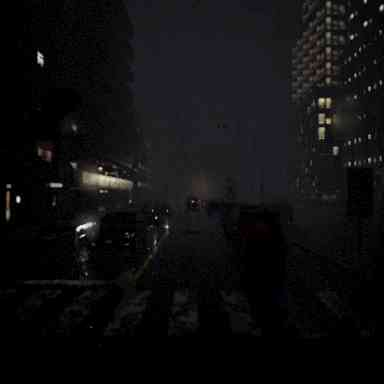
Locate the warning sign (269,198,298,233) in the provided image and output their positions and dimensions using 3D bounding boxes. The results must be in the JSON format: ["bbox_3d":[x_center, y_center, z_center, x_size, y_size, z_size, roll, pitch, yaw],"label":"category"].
[{"bbox_3d":[5.084,1.298,18.608,1.300,1.860,1.060,1,0,0],"label":"warning sign"}]

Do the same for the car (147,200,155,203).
[{"bbox_3d":[-5.679,1.864,37.455,1.887,1.381,4.507,0,-1,0],"label":"car"}]

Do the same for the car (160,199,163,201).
[{"bbox_3d":[-5.676,2.016,48.509,1.802,1.307,4.206,0,-1,0],"label":"car"}]

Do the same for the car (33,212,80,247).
[{"bbox_3d":[-5.684,1.650,15.351,2.008,1.369,4.403,0,-1,0],"label":"car"}]

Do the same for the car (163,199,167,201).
[{"bbox_3d":[-5.675,1.932,54.037,1.967,1.590,4.097,0,-1,0],"label":"car"}]

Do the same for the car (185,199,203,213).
[{"bbox_3d":[0.016,1.964,44.124,2.033,1.411,5.357,0,-1,0],"label":"car"}]

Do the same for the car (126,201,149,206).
[{"bbox_3d":[-5.680,1.814,31.930,2.008,1.369,4.403,0,-1,0],"label":"car"}]

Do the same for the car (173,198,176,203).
[{"bbox_3d":[-5.666,2.402,87.193,1.887,1.381,4.507,0,-1,0],"label":"car"}]

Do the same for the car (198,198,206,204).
[{"bbox_3d":[2.714,2.338,87.191,1.967,1.590,4.097,0,-1,0],"label":"car"}]

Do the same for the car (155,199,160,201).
[{"bbox_3d":[-5.678,1.817,42.984,1.967,1.590,4.097,0,-1,0],"label":"car"}]

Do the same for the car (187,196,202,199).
[{"bbox_3d":[0.021,1.747,54.574,2.150,2.045,5.566,0,-1,0],"label":"car"}]

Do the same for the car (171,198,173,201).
[{"bbox_3d":[-5.670,2.215,70.614,1.887,1.381,4.507,0,-1,0],"label":"car"}]

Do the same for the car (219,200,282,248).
[{"bbox_3d":[2.696,1.455,15.351,2.192,1.841,5.009,0,-1,0],"label":"car"}]

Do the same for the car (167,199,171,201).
[{"bbox_3d":[-5.671,2.134,64.919,1.752,1.417,4.829,0,-1,0],"label":"car"}]

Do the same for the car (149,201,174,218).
[{"bbox_3d":[-3.065,1.898,34.093,1.895,1.301,4.718,0,-1,0],"label":"car"}]

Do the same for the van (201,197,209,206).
[{"bbox_3d":[2.710,2.052,70.613,1.690,1.788,3.998,0,-1,0],"label":"van"}]

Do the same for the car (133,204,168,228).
[{"bbox_3d":[-3.087,1.798,24.123,1.895,1.301,4.718,0,-1,0],"label":"car"}]

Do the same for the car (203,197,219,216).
[{"bbox_3d":[2.701,1.675,37.455,2.192,1.841,5.009,0,-1,0],"label":"car"}]

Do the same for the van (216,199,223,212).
[{"bbox_3d":[2.697,1.534,20.876,1.690,1.788,3.998,0,-1,0],"label":"van"}]

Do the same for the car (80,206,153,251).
[{"bbox_3d":[-3.090,1.584,14.772,1.882,1.535,5.008,0,-1,0],"label":"car"}]
